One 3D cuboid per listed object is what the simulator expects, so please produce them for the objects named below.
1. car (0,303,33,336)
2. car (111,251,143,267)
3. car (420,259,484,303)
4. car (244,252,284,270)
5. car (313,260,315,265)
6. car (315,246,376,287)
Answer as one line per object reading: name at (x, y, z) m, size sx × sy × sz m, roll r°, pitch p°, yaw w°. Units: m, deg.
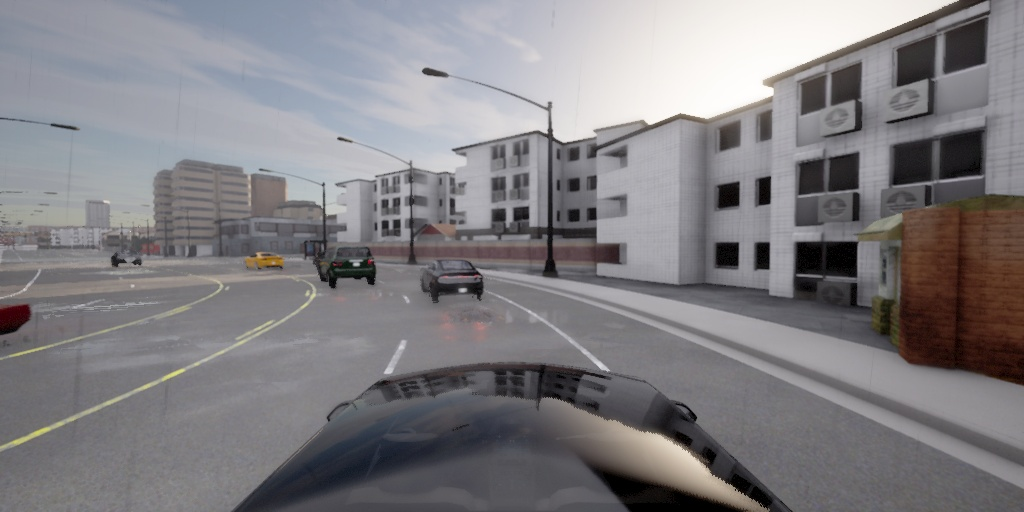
car at (-10.851, 1.283, 5.315) m, size 1.895 × 1.301 × 4.718 m, roll 0°, pitch 2°, yaw -10°
car at (-38.825, 0.205, 36.077) m, size 4.902 × 1.511 × 2.128 m, roll 1°, pitch 2°, yaw 37°
car at (-2.523, 0.874, 14.409) m, size 2.128 × 1.511 × 4.902 m, roll -1°, pitch 2°, yaw -21°
car at (-22.187, 0.411, 32.012) m, size 5.008 × 1.535 × 1.882 m, roll 1°, pitch 2°, yaw 39°
car at (-15.307, 0.540, 30.951) m, size 4.718 × 1.301 × 1.895 m, roll 1°, pitch 2°, yaw 40°
car at (-9.117, 0.467, 19.693) m, size 2.150 × 2.045 × 5.566 m, roll -1°, pitch 1°, yaw -35°
